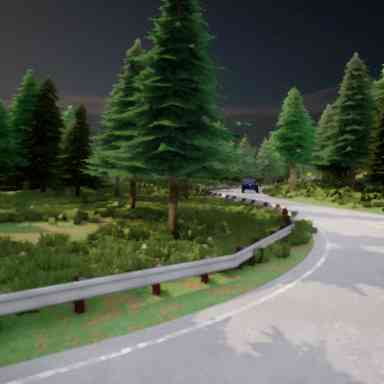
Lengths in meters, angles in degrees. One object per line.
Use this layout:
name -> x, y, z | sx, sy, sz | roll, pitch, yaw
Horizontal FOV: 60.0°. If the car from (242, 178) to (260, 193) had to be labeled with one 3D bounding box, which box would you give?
car -> 8.194, -1.018, 46.376 | 2.150, 2.045, 5.566 | 1, 4, 11
